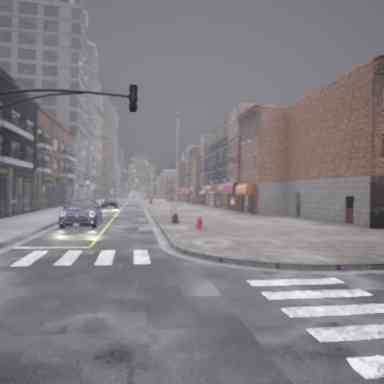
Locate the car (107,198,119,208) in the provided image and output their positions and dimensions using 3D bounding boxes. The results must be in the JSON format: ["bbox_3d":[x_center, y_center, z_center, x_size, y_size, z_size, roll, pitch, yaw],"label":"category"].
[{"bbox_3d":[-10.630,1.455,43.612,1.895,1.301,4.718,1,0,-9],"label":"car"}]

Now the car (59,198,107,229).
[{"bbox_3d":[-6.761,1.225,20.627,2.097,1.767,4.553,1,0,-10],"label":"car"}]
